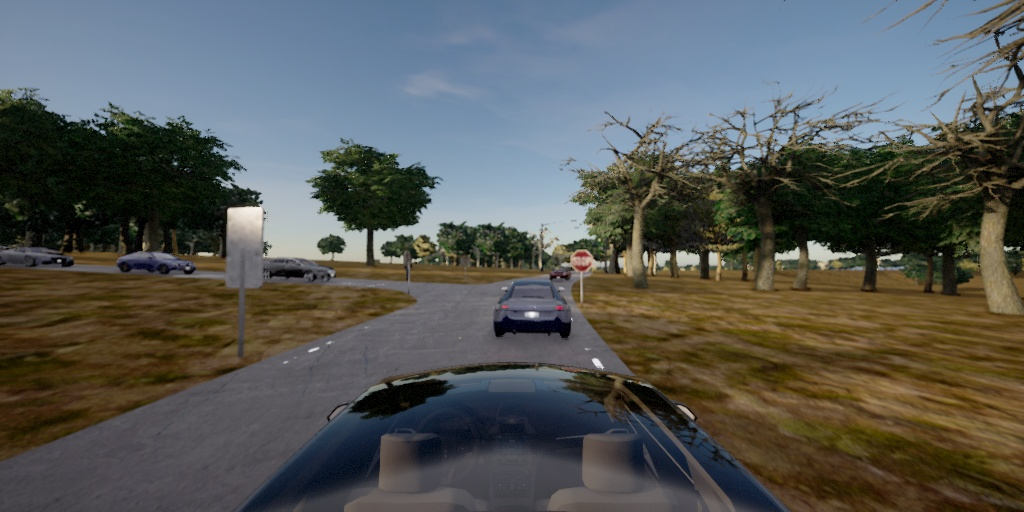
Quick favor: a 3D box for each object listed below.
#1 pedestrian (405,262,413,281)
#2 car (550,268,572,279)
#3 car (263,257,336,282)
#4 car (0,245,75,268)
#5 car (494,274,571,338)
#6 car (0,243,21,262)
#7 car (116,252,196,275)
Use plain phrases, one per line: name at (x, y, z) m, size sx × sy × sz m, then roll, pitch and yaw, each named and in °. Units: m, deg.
pedestrian at (-8.321, 1.056, 28.867) m, size 0.375 × 1.860 × 0.375 m, roll 0°, pitch -4°, yaw 6°
car at (5.269, 1.908, 38.285) m, size 1.895 × 1.301 × 4.718 m, roll 0°, pitch -1°, yaw 15°
car at (-13.855, 0.850, 23.106) m, size 4.902 × 1.511 × 2.128 m, roll 2°, pitch -2°, yaw 6°
car at (-33.628, 0.072, 25.326) m, size 4.181 × 1.385 × 1.994 m, roll 3°, pitch -2°, yaw 7°
car at (0.618, 1.391, 10.553) m, size 1.994 × 1.385 × 4.181 m, roll 0°, pitch -1°, yaw 4°
car at (-44.425, -0.375, 29.743) m, size 4.902 × 1.511 × 2.128 m, roll 2°, pitch -2°, yaw 6°
car at (-24.003, 0.451, 24.232) m, size 4.674 × 1.442 × 1.812 m, roll 2°, pitch -2°, yaw 6°
